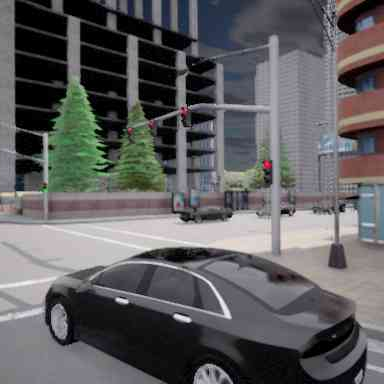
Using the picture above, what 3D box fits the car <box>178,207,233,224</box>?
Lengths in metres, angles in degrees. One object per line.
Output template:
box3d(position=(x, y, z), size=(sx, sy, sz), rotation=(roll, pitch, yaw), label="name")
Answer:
box3d(position=(1.192, 1.908, 28.056), size=(4.718, 1.301, 1.895), rotation=(0, -1, -38), label="car")

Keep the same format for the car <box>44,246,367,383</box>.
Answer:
box3d(position=(-0.276, 1.553, 4.739), size=(4.892, 1.490, 1.837), rotation=(0, 0, 40), label="car")

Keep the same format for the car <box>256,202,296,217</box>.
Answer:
box3d(position=(8.542, 1.790, 33.799), size=(4.902, 1.511, 2.128), rotation=(0, -1, -38), label="car")

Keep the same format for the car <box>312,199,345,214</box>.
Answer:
box3d(position=(16.380, 1.640, 39.898), size=(4.553, 1.767, 2.097), rotation=(0, -1, -37), label="car")

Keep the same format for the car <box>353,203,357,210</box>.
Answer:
box3d(position=(24.599, 1.499, 46.280), size=(5.566, 2.045, 2.150), rotation=(0, -1, -40), label="car")
